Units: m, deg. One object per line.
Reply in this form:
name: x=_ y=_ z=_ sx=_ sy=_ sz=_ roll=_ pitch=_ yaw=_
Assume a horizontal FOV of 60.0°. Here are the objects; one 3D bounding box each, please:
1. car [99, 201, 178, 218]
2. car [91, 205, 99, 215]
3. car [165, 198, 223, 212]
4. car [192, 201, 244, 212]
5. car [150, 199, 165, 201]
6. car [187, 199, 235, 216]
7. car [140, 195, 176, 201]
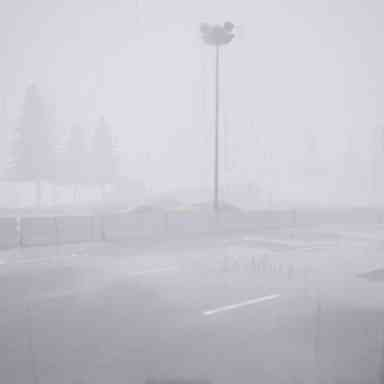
car: x=-3.599 y=1.559 z=22.863 sx=4.674 sy=1.442 sz=1.812 roll=1 pitch=0 yaw=-35
car: x=-7.762 y=1.589 z=32.781 sx=4.181 sy=1.385 sz=1.994 roll=1 pitch=0 yaw=-35
car: x=0.397 y=1.581 z=29.913 sx=5.008 sy=1.535 sz=1.882 roll=1 pitch=0 yaw=-35
car: x=2.471 y=1.668 z=27.093 sx=4.181 sy=1.385 sz=1.994 roll=1 pitch=0 yaw=-35
car: x=-1.652 y=1.659 z=32.748 sx=4.181 sy=1.385 sz=1.994 roll=1 pitch=0 yaw=-36
car: x=2.106 y=1.614 z=35.346 sx=4.892 sy=1.490 sz=1.837 roll=-2 pitch=1 yaw=-31
car: x=-3.581 y=1.043 z=35.671 sx=4.553 sy=1.767 sz=2.097 roll=1 pitch=0 yaw=-35
